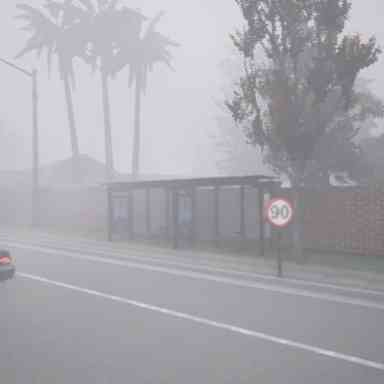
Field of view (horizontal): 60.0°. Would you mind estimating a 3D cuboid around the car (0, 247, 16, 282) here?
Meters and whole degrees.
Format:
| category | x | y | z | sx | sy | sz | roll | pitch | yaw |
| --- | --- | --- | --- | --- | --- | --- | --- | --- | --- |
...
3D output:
| category | x | y | z | sx | sy | sz | roll | pitch | yaw |
| --- | --- | --- | --- | --- | --- | --- | --- | --- | --- |
| car | -6.695 | 1.653 | 8.672 | 5.357 | 1.411 | 2.033 | 0 | 0 | 36 |
